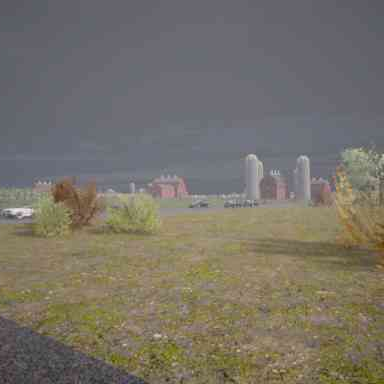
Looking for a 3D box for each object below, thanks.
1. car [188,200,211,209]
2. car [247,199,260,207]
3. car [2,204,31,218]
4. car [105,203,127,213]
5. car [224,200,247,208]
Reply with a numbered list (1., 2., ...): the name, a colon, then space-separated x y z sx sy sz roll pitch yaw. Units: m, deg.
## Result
1. car: 1.294 2.077 56.221 1.837 1.490 4.892 -1 -2 36
2. car: 11.487 2.173 64.283 1.812 1.442 4.674 -1 -1 36
3. car: -15.793 1.853 32.608 1.895 1.301 4.718 -1 -1 37
4. car: -8.999 1.979 41.996 1.895 1.301 4.718 -1 -1 36
5. car: 7.343 2.093 58.468 1.812 1.442 4.674 -1 -1 36
